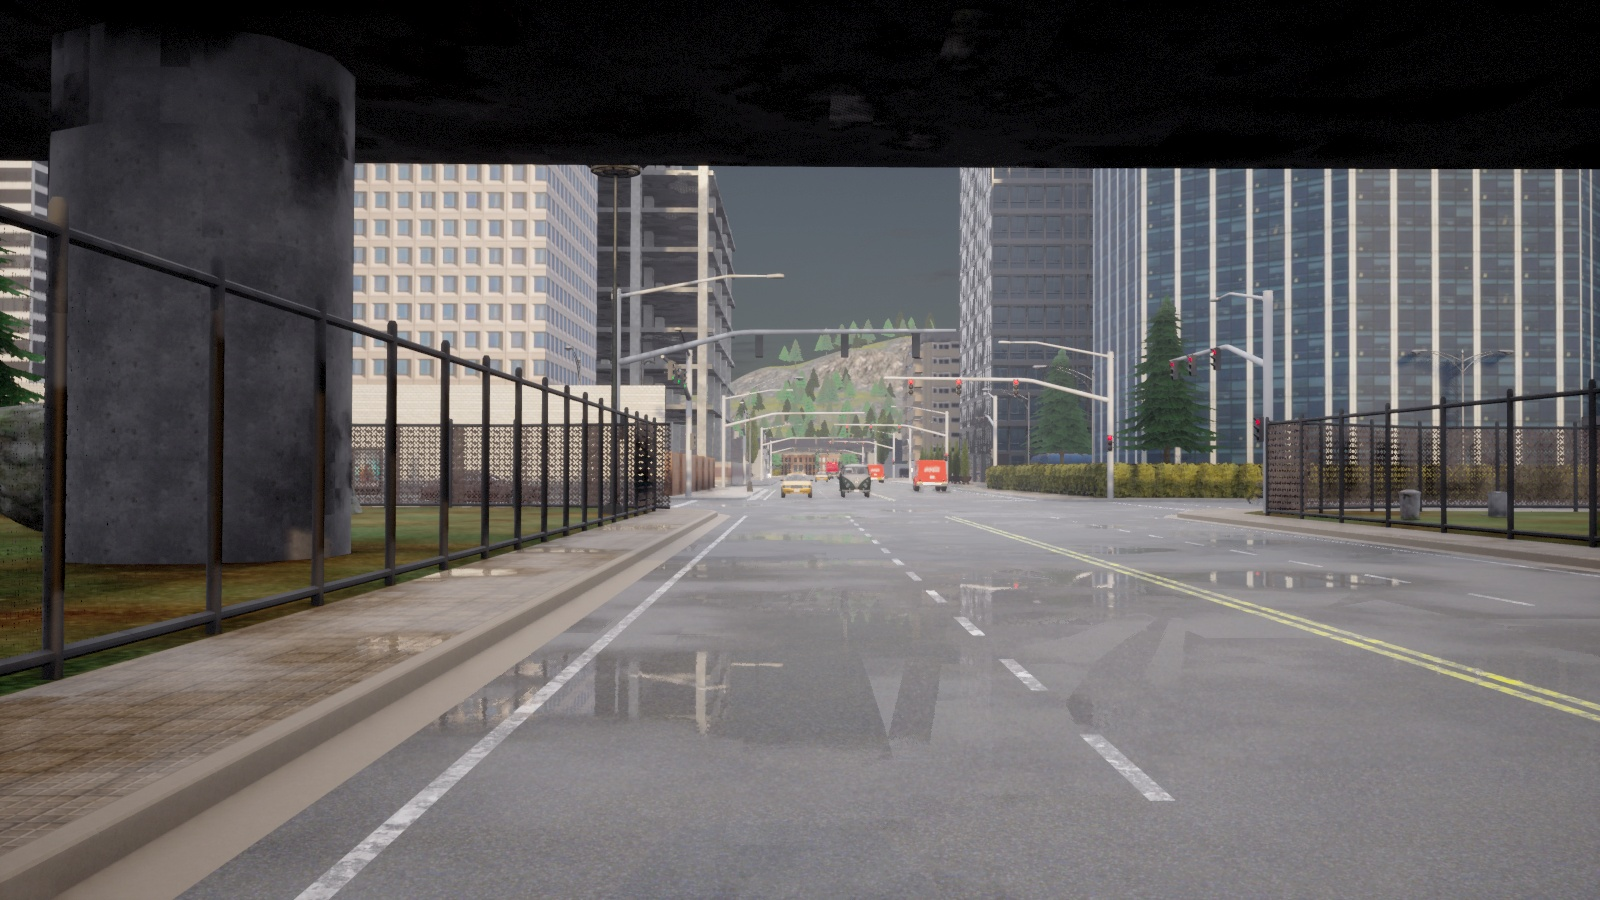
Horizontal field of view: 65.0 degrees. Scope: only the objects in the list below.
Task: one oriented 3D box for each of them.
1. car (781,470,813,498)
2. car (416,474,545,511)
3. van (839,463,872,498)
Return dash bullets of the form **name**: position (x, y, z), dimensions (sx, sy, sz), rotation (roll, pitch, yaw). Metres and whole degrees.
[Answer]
- **car**: position (-0.175, 1.995, 74.092), dimensions (1.801, 1.575, 5.366), rotation (0, -1, 0)
- **car**: position (-12.717, 1.676, 50.171), dimensions (4.674, 1.442, 1.812), rotation (0, -1, 0)
- **van**: position (3.321, 1.820, 75.588), dimensions (1.775, 1.987, 4.442), rotation (0, -1, 0)
